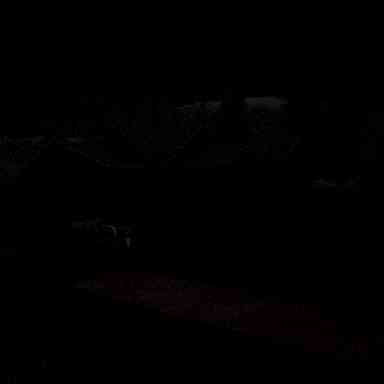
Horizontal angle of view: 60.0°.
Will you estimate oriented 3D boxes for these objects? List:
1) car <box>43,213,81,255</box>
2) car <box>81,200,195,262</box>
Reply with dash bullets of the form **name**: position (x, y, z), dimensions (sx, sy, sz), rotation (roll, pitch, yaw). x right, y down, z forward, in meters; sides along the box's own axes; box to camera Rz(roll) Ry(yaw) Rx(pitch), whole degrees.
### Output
- **car**: position (-3.650, 1.290, 13.160), dimensions (1.905, 1.878, 3.866), rotation (-1, 0, 35)
- **car**: position (-1.375, 1.261, 12.022), dimensions (1.932, 1.855, 4.605), rotation (-1, 0, 35)
